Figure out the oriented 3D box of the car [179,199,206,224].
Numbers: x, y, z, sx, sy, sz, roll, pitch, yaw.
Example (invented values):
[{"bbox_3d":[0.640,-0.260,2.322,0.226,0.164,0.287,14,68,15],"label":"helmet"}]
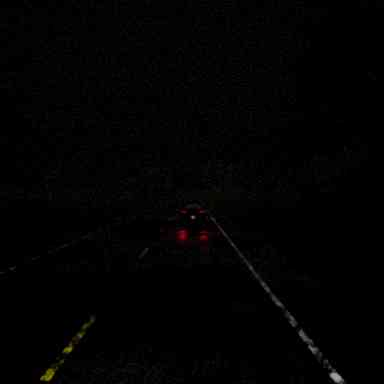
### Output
[{"bbox_3d":[0.065,1.493,24.386,1.812,1.442,4.674,0,0,0],"label":"car"}]
